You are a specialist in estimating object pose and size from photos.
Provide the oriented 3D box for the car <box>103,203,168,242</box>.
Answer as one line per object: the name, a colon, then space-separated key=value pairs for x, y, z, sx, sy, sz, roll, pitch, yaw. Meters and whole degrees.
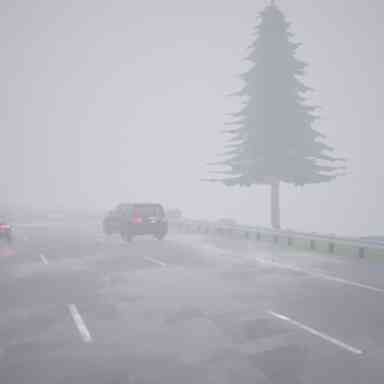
car: x=-3.396 y=1.654 z=19.247 sx=2.150 sy=2.045 sz=5.566 roll=1 pitch=-2 yaw=-32

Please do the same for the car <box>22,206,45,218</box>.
car: x=-19.987 y=2.435 z=41.907 sx=1.812 sy=1.442 sz=4.674 roll=1 pitch=-2 yaw=-41

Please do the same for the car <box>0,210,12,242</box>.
car: x=-10.952 y=1.916 z=18.056 sx=1.812 sy=1.442 sz=4.674 roll=1 pitch=-2 yaw=-33

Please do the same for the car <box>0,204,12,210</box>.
car: x=-24.181 y=2.242 z=41.487 sx=4.553 sy=1.767 sz=2.097 roll=-1 pitch=-2 yaw=45
